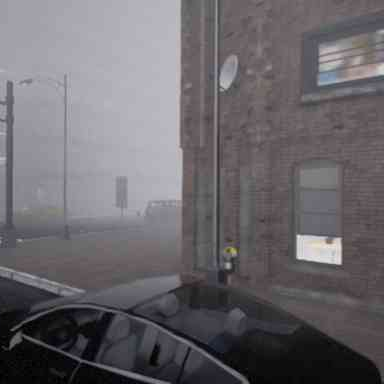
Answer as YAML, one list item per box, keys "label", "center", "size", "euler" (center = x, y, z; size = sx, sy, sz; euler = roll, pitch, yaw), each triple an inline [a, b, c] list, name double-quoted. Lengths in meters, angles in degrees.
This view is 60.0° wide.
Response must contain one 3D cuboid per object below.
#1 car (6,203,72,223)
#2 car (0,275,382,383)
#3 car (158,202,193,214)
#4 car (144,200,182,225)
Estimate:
- label: "car"
  center: [-11.787, 1.562, 25.981]
  size: [1.752, 1.417, 4.829]
  euler: [-1, -1, 35]
- label: "car"
  center: [-0.551, 1.541, 3.270]
  size: [4.313, 1.339, 1.947]
  euler: [1, 0, 36]
- label: "car"
  center: [-1.938, 1.891, 40.034]
  size: [1.887, 1.381, 4.507]
  euler: [-1, -1, 35]
- label: "car"
  center: [-1.568, 1.531, 26.022]
  size: [2.192, 1.841, 5.009]
  euler: [-1, -1, 35]
